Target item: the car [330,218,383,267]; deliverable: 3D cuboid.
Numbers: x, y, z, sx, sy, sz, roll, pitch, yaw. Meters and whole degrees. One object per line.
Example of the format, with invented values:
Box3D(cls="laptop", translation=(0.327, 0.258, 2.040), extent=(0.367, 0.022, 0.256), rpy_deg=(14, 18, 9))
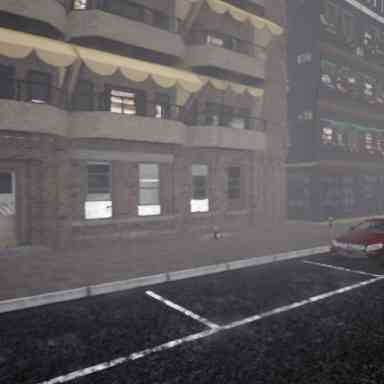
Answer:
Box3D(cls="car", translation=(6.362, 1.538, 11.071), extent=(4.206, 1.307, 1.802), rpy_deg=(0, -1, -35))
